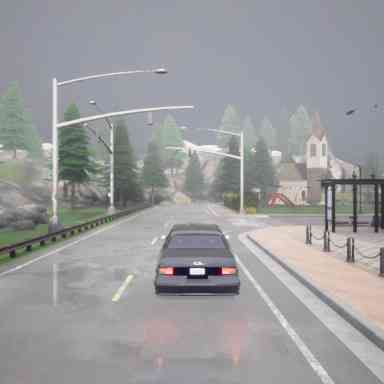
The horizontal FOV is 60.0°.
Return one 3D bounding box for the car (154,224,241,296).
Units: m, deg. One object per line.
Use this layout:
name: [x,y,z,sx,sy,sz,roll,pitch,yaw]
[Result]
car: [0.100,1.547,8.804,2.033,1.411,5.357,0,0,0]
